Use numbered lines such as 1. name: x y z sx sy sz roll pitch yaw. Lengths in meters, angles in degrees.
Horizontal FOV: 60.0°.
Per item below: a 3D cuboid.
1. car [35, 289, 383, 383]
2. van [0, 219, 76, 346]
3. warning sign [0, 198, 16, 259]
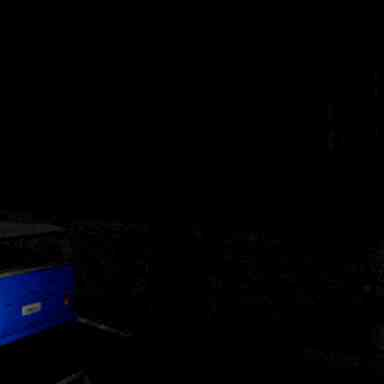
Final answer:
1. car: 0.942 1.583 2.292 4.206 1.307 1.802 0 0 35
2. van: -3.681 1.351 5.589 3.998 1.788 1.690 0 0 35
3. warning sign: -6.400 1.134 10.358 1.060 1.860 1.300 0 0 35
